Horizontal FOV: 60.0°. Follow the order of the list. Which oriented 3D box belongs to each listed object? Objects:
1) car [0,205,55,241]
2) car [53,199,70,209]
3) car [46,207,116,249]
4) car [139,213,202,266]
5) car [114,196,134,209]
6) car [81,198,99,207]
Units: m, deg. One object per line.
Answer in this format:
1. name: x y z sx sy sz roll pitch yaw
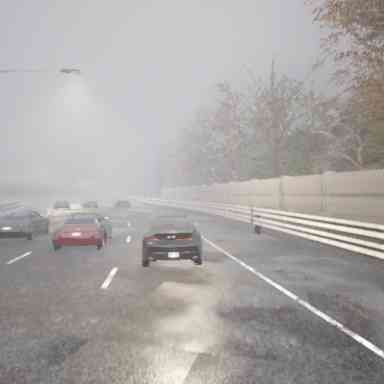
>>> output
1. car: -8.593 1.596 16.829 1.994 1.385 4.181 0 0 -10
2. car: -18.539 1.634 47.125 1.994 1.385 4.181 0 0 -27
3. car: -4.692 1.582 14.675 1.994 1.385 4.181 0 0 -8
4. car: -0.779 1.508 11.695 1.837 1.490 4.892 0 0 -6
5. car: -9.794 1.516 46.532 1.882 1.535 5.008 0 0 -18
6. car: -14.319 1.580 46.486 1.812 1.442 4.674 0 0 -25
